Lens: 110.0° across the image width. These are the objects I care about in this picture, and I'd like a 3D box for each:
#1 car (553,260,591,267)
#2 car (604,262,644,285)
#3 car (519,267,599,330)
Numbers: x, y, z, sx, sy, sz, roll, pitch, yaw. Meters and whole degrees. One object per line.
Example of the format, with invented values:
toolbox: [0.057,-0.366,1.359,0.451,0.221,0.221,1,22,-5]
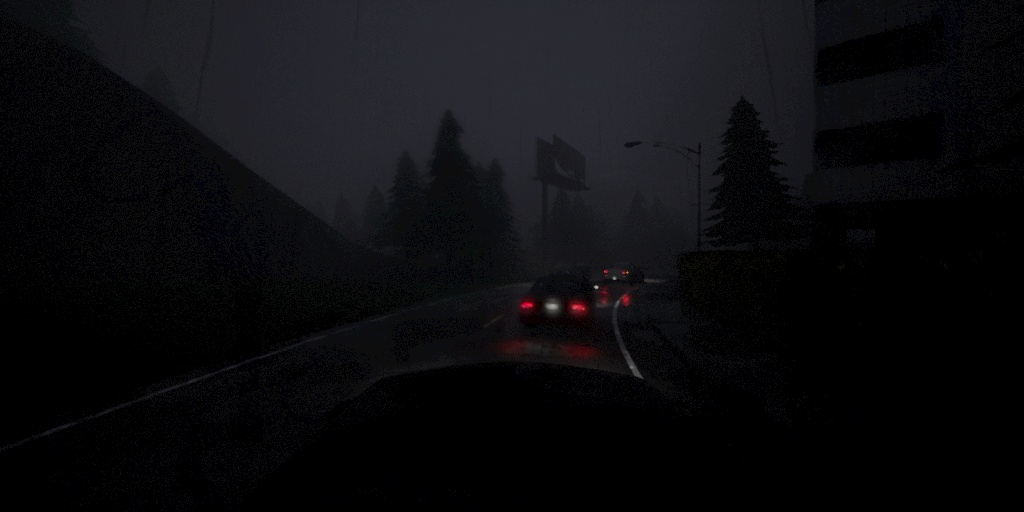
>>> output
car: [4.205,1.071,26.035,1.882,1.535,5.008,0,0,33]
car: [7.555,1.135,24.153,1.812,1.442,4.674,0,0,32]
car: [1.584,1.238,10.933,2.033,1.411,5.357,0,0,14]
